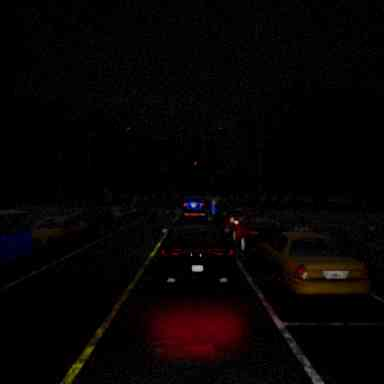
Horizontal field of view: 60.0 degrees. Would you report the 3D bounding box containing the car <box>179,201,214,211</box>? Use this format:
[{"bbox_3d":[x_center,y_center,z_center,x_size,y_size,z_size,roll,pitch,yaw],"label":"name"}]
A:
[{"bbox_3d":[0.154,1.621,23.224,2.128,1.511,4.902,0,0,0],"label":"car"}]

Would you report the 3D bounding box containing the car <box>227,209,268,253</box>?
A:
[{"bbox_3d":[2.793,1.622,13.994,1.887,1.381,4.507,0,0,0],"label":"car"}]

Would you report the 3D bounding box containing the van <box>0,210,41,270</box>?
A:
[{"bbox_3d":[-5.747,1.389,8.580,1.690,1.788,3.998,0,0,0],"label":"van"}]

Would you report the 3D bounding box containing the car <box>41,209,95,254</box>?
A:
[{"bbox_3d":[-5.733,1.602,13.847,1.752,1.417,4.829,0,0,0],"label":"car"}]

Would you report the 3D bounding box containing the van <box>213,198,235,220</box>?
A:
[{"bbox_3d":[2.836,1.512,30.307,1.690,1.788,3.998,0,0,0],"label":"van"}]

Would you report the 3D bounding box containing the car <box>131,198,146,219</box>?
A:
[{"bbox_3d":[-5.689,1.611,30.329,1.967,1.590,4.097,0,0,0],"label":"car"}]

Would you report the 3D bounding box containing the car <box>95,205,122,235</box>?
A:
[{"bbox_3d":[-5.718,1.674,19.453,1.947,1.339,4.313,0,0,0],"label":"car"}]

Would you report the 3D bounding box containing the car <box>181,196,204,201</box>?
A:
[{"bbox_3d":[0.107,1.411,33.592,2.150,2.045,5.566,0,0,-1],"label":"car"}]

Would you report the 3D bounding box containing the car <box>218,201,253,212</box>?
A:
[{"bbox_3d":[2.807,1.548,19.432,1.967,1.590,4.097,0,0,0],"label":"car"}]

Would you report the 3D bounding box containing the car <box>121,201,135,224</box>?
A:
[{"bbox_3d":[-5.704,1.664,24.722,1.752,1.417,4.829,0,0,0],"label":"car"}]

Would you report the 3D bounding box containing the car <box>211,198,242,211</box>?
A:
[{"bbox_3d":[2.821,1.454,24.870,2.192,1.841,5.009,0,0,0],"label":"car"}]

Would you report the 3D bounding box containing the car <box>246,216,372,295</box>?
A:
[{"bbox_3d":[2.779,1.574,8.726,1.752,1.417,4.829,0,0,0],"label":"car"}]

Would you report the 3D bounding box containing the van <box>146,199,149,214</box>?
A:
[{"bbox_3d":[-5.675,1.543,35.767,1.690,1.788,3.998,0,0,0],"label":"van"}]

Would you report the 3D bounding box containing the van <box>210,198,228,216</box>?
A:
[{"bbox_3d":[2.850,1.543,35.745,1.690,1.788,3.998,0,0,0],"label":"van"}]

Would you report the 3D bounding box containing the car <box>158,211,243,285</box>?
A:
[{"bbox_3d":[0.119,1.532,9.734,1.882,1.535,5.008,0,0,0],"label":"car"}]
